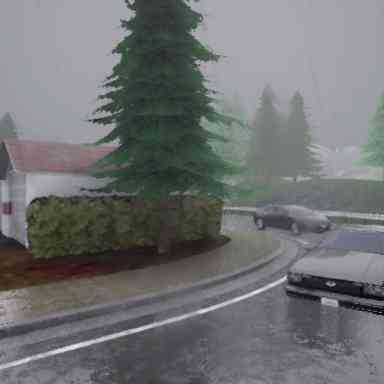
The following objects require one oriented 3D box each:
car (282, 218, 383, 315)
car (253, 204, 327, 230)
[{"bbox_3d":[4.045,1.495,7.814,2.033,1.411,5.357,0,0,39],"label":"car"},{"bbox_3d":[5.282,1.419,18.109,1.837,1.490,4.892,0,0,-25],"label":"car"}]
